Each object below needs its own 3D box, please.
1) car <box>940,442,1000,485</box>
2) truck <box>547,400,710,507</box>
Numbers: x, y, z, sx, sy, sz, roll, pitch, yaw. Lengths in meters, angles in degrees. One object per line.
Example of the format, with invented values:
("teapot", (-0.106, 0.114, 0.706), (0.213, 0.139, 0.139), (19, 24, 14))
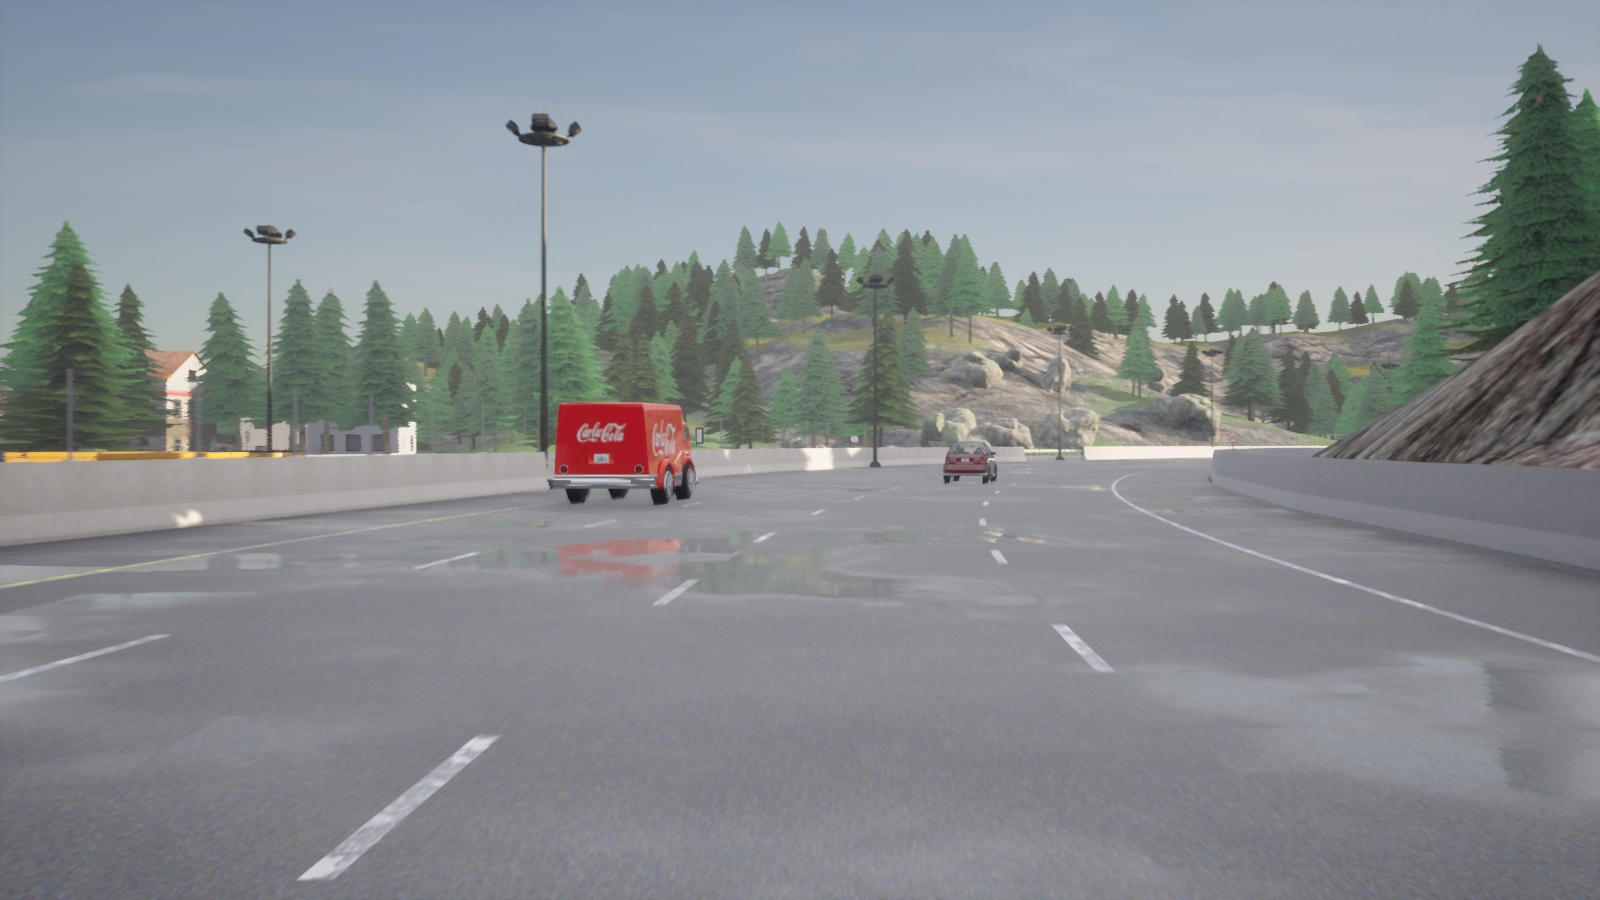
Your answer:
("car", (6.480, 0.478, 47.516), (1.789, 1.549, 3.705), (0, 0, 15))
("truck", (-4.177, 0.071, 31.694), (2.627, 2.467, 5.204), (0, 0, 10))
